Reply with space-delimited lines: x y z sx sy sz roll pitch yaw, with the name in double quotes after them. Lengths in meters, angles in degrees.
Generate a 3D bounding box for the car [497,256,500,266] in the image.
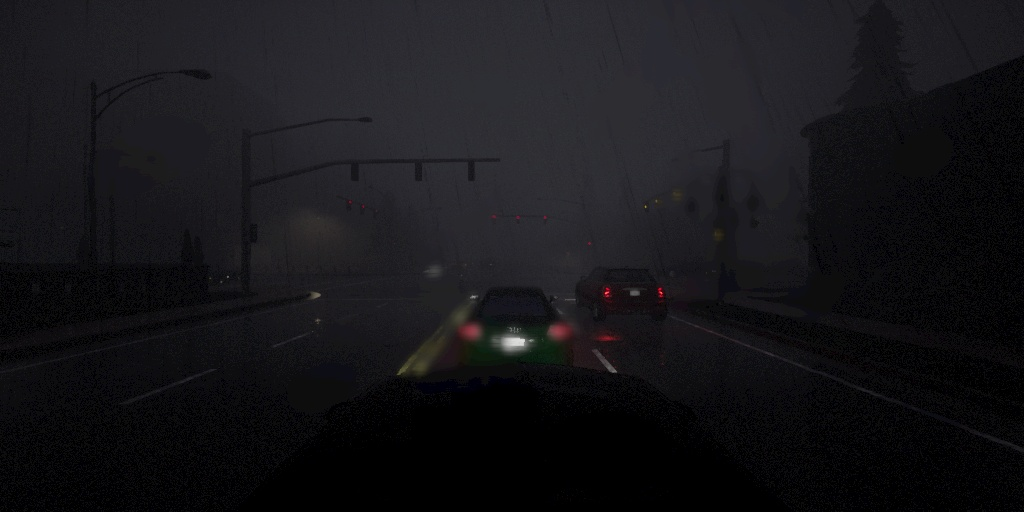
-3.595 1.241 59.777 2.128 1.511 4.902 0 0 0 "car"

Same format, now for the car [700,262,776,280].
18.948 1.255 30.197 4.892 1.490 1.837 0 0 -1 "car"

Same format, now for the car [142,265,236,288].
-21.559 1.297 23.315 5.357 1.411 2.033 0 0 0 "car"

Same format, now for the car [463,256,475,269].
-7.101 1.241 57.223 2.128 1.511 4.902 0 0 0 "car"

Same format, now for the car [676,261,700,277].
16.186 1.228 33.636 5.008 1.535 1.882 0 0 -2 "car"

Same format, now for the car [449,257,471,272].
-7.110 1.227 47.797 1.882 1.535 5.008 0 0 0 "car"

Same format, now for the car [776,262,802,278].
25.517 1.276 33.904 4.674 1.442 1.812 0 0 -4 "car"

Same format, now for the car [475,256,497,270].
-3.605 1.102 50.733 2.097 1.767 4.553 0 0 0 "car"

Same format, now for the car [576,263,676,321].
3.579 1.102 12.570 2.097 1.767 4.553 0 0 0 "car"

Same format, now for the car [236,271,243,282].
-22.569 1.351 26.815 4.718 1.301 1.895 0 0 0 "car"

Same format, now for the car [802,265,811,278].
28.458 0.971 30.617 5.566 2.045 2.150 0 0 -7 "car"

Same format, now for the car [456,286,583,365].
0.063 1.314 7.558 1.994 1.385 4.181 0 0 0 "car"

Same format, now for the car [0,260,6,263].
-50.612 1.102 33.984 4.553 1.767 2.097 0 0 0 "car"
